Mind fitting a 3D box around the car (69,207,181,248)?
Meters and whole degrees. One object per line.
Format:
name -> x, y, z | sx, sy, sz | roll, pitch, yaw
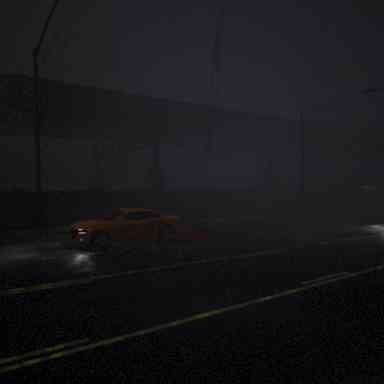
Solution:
car -> -2.836, 1.474, 14.859 | 5.008, 1.535, 1.882 | 0, 0, -35
